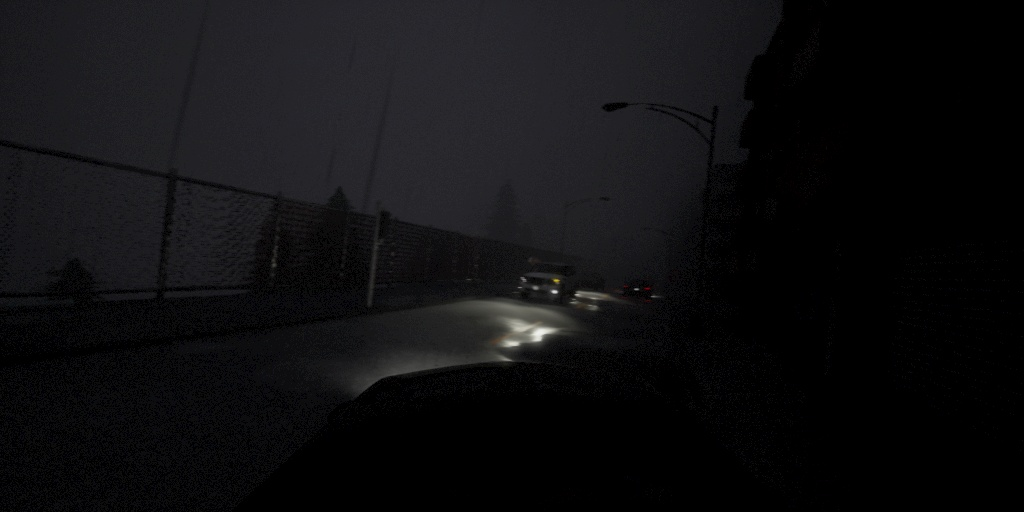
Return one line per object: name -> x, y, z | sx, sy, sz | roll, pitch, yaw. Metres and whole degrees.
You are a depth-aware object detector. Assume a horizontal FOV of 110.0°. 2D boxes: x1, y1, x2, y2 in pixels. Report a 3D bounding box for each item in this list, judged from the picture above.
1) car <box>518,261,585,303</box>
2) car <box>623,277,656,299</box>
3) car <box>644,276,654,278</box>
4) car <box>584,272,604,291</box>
car -> 2.245, 1.346, 20.141 | 2.150, 2.045, 5.566 | 6, 0, 22
car -> 10.038, 2.561, 28.484 | 1.994, 1.385, 4.181 | 6, -1, 22
car -> 21.779, 3.920, 57.175 | 1.882, 1.535, 5.008 | 6, -1, 22
car -> 6.932, 2.174, 31.619 | 1.882, 1.535, 5.008 | 6, -1, 23
